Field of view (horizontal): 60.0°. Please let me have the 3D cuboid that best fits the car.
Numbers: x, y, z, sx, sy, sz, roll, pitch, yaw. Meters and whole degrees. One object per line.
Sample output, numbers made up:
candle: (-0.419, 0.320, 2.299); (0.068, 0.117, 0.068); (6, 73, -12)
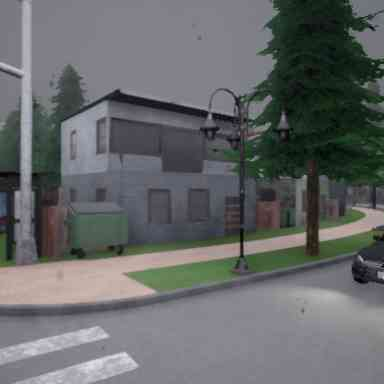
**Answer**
car: (5.932, 1.540, 8.592); (4.674, 1.442, 1.812); (0, 0, -39)
